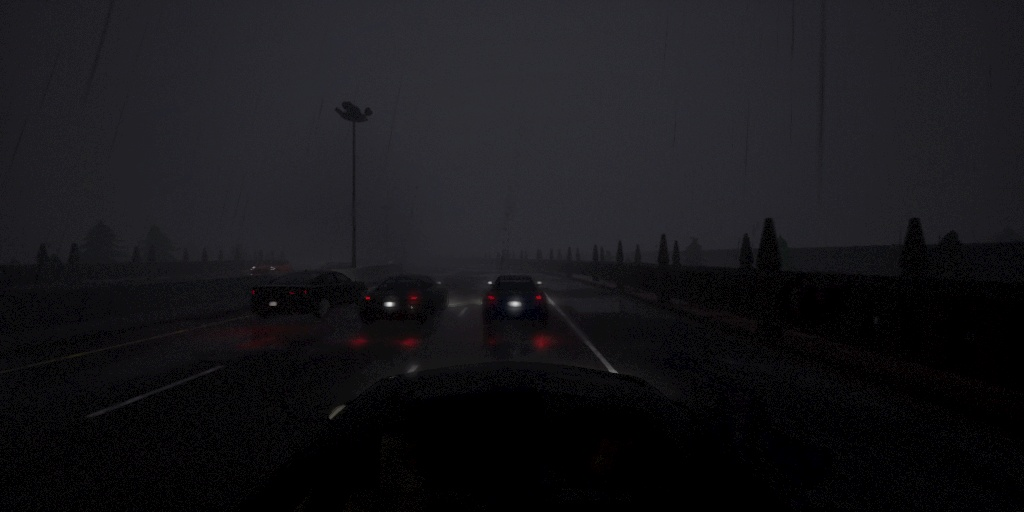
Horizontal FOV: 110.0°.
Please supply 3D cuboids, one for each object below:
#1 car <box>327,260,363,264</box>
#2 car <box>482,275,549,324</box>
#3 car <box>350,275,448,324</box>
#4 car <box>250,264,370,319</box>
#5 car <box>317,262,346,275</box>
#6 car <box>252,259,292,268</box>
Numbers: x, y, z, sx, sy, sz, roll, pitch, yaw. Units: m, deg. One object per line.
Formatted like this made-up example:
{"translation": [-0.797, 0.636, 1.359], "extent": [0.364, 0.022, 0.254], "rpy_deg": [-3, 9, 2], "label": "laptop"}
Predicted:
{"translation": [-15.184, 1.313, 32.199], "extent": [1.994, 1.385, 4.181], "rpy_deg": [0, 0, -8], "label": "car"}
{"translation": [0.102, 1.314, 11.975], "extent": [1.994, 1.385, 4.181], "rpy_deg": [0, 0, 0], "label": "car"}
{"translation": [-3.401, 1.314, 11.980], "extent": [1.994, 1.385, 4.181], "rpy_deg": [0, 0, 0], "label": "car"}
{"translation": [-6.901, 1.227, 12.832], "extent": [1.882, 1.535, 5.008], "rpy_deg": [0, 0, 0], "label": "car"}
{"translation": [-20.216, 1.350, 40.298], "extent": [1.895, 1.301, 4.718], "rpy_deg": [0, 0, -14], "label": "car"}
{"translation": [-22.474, 1.101, 33.693], "extent": [2.097, 1.767, 4.553], "rpy_deg": [0, 0, -10], "label": "car"}
